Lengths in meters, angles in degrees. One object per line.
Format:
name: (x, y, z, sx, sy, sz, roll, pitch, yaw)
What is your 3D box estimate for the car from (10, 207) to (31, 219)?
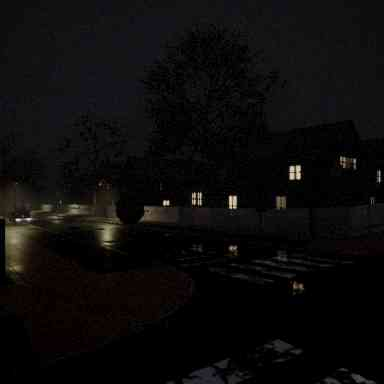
car: (-22.836, 2.728, 44.170, 2.033, 1.411, 5.357, 1, -2, -36)
